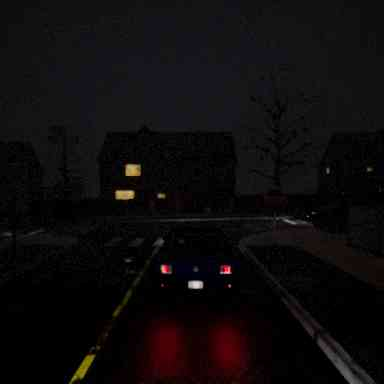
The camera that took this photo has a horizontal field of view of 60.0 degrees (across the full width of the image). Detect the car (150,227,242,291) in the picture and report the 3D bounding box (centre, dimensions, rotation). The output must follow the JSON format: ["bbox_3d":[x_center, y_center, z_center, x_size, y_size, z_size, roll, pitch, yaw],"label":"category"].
[{"bbox_3d":[0.142,1.578,8.915,1.895,1.301,4.718,0,0,2],"label":"car"}]

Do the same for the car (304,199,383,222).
[{"bbox_3d":[10.358,1.182,22.159,5.357,1.411,2.033,-1,1,0],"label":"car"}]
